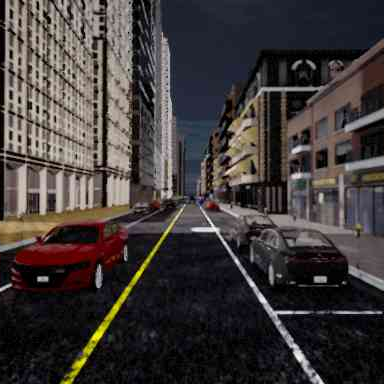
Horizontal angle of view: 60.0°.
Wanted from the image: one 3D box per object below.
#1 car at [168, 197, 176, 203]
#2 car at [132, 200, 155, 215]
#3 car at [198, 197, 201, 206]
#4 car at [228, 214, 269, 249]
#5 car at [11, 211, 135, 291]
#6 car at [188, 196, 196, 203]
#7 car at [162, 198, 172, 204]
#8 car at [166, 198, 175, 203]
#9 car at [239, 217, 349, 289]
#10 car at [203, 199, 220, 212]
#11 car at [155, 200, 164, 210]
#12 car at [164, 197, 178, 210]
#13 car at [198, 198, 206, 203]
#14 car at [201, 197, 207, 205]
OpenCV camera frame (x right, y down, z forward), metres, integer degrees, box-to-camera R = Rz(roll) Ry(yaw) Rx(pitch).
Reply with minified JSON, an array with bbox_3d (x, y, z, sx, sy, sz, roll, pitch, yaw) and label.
[{"bbox_3d":[-5.687,2.140,93.888,1.967,1.590,4.097,0,0,0],"label":"car"},{"bbox_3d":[-5.687,1.817,37.402,2.008,1.369,4.403,0,0,0],"label":"car"},{"bbox_3d":[2.363,1.959,66.355,1.882,1.535,5.008,0,0,0],"label":"car"},{"bbox_3d":[2.693,1.654,14.808,2.008,1.369,4.403,0,0,0],"label":"car"},{"bbox_3d":[-3.087,1.544,9.408,1.882,1.535,5.008,0,0,0],"label":"car"},{"bbox_3d":[0.003,2.006,84.736,2.128,1.511,4.902,0,0,0],"label":"car"},{"bbox_3d":[-5.687,2.130,76.941,1.947,1.339,4.313,0,0,0],"label":"car"},{"bbox_3d":[-5.686,2.204,88.237,2.008,1.369,4.403,0,0,0],"label":"car"},{"bbox_3d":[2.692,1.615,9.160,2.008,1.369,4.403,0,0,0],"label":"car"},{"bbox_3d":[2.693,1.888,43.050,1.802,1.307,4.206,0,0,0],"label":"car"},{"bbox_3d":[-5.687,1.894,48.699,1.887,1.381,4.507,0,0,0],"label":"car"},{"bbox_3d":[-3.076,1.857,49.186,1.837,1.490,4.892,0,0,0],"label":"car"},{"bbox_3d":[2.694,2.203,88.238,2.008,1.369,4.403,0,0,0],"label":"car"},{"bbox_3d":[2.693,1.788,48.700,1.967,1.590,4.097,0,0,0],"label":"car"}]
